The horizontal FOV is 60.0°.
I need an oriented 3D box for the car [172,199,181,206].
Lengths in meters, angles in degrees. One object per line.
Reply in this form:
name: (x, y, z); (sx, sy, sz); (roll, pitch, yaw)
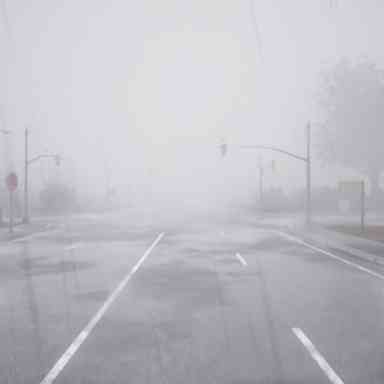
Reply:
car: (-3.493, 2.289, 76.052); (1.882, 1.535, 5.008); (0, -1, 0)

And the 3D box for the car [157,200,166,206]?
car: (-6.993, 2.406, 76.032); (1.895, 1.301, 4.718); (0, -1, 0)
